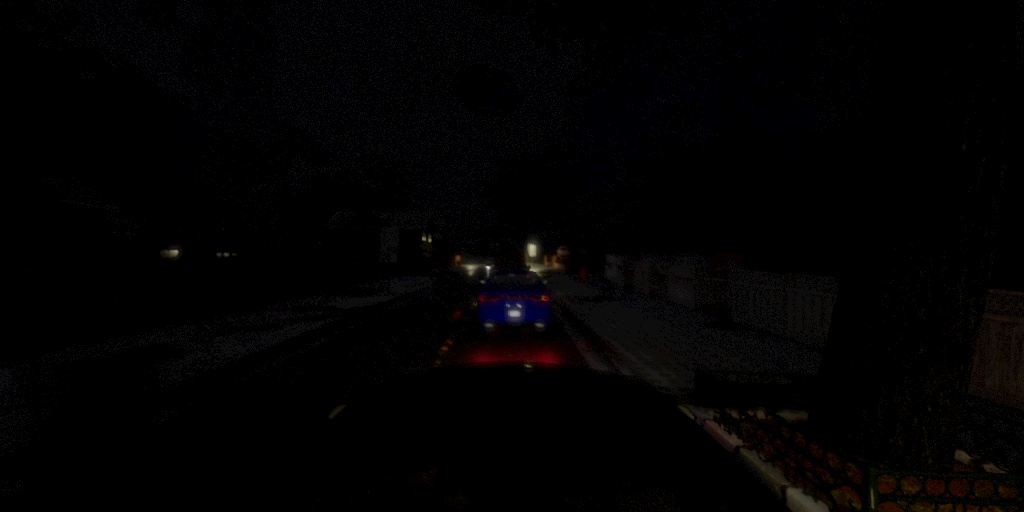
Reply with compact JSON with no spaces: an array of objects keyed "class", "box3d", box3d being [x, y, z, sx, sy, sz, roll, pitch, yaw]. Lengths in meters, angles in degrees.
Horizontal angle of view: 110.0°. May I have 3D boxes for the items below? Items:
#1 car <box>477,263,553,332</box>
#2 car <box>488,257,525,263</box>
[{"class":"car","box3d":[0.073,1.135,10.575,1.882,1.535,5.008,0,1,0]},{"class":"car","box3d":[0.027,0.928,19.510,2.097,1.767,4.553,0,0,0]}]
